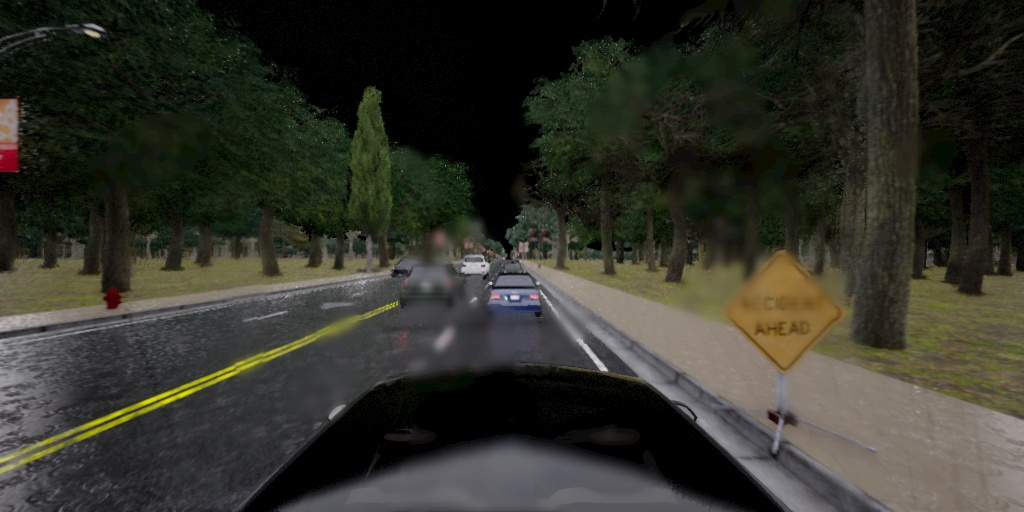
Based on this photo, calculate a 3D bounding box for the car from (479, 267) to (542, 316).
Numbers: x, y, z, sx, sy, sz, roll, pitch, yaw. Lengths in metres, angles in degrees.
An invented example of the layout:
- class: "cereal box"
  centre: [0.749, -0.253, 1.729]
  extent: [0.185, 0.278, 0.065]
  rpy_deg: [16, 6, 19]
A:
- class: "car"
  centre: [0.085, 1.313, 13.432]
  extent: [2.033, 1.411, 5.357]
  rpy_deg: [0, 0, 0]

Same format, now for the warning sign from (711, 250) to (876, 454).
- class: "warning sign"
  centre: [2.850, 0.870, 3.778]
  extent: [1.300, 1.860, 1.060]
  rpy_deg: [0, 0, 0]

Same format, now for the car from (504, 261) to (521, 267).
- class: "car"
  centre: [0.044, 1.356, 31.816]
  extent: [1.895, 1.301, 4.718]
  rpy_deg: [0, 0, 0]

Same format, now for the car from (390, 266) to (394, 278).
- class: "car"
  centre: [-9.908, 1.102, 34.000]
  extent: [2.097, 1.767, 4.553]
  rpy_deg: [0, 0, 0]

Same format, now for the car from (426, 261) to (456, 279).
- class: "car"
  centre: [-6.658, 1.255, 34.161]
  extent: [1.837, 1.490, 4.892]
  rpy_deg: [0, 0, 0]

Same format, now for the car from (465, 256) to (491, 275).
- class: "car"
  centre: [-3.208, 0.975, 32.539]
  extent: [2.150, 2.045, 5.566]
  rpy_deg: [0, 0, 0]

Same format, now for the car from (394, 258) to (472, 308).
- class: "car"
  centre: [-3.170, 1.118, 15.409]
  extent: [2.097, 1.767, 4.553]
  rpy_deg: [0, 0, 0]
